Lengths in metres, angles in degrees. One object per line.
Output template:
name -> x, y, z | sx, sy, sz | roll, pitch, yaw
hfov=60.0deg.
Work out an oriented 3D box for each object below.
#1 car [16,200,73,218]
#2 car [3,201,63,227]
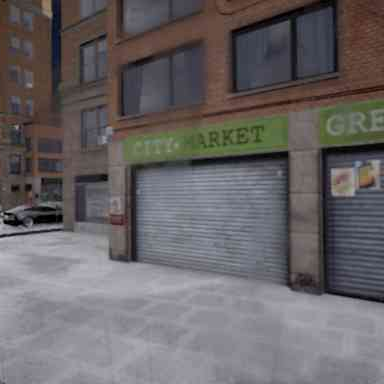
car -> -13.504, 1.533, 30.722 | 2.008, 1.369, 4.403 | 0, 0, 36
car -> -9.711, 1.484, 21.371 | 1.947, 1.339, 4.313 | 0, 0, 36
